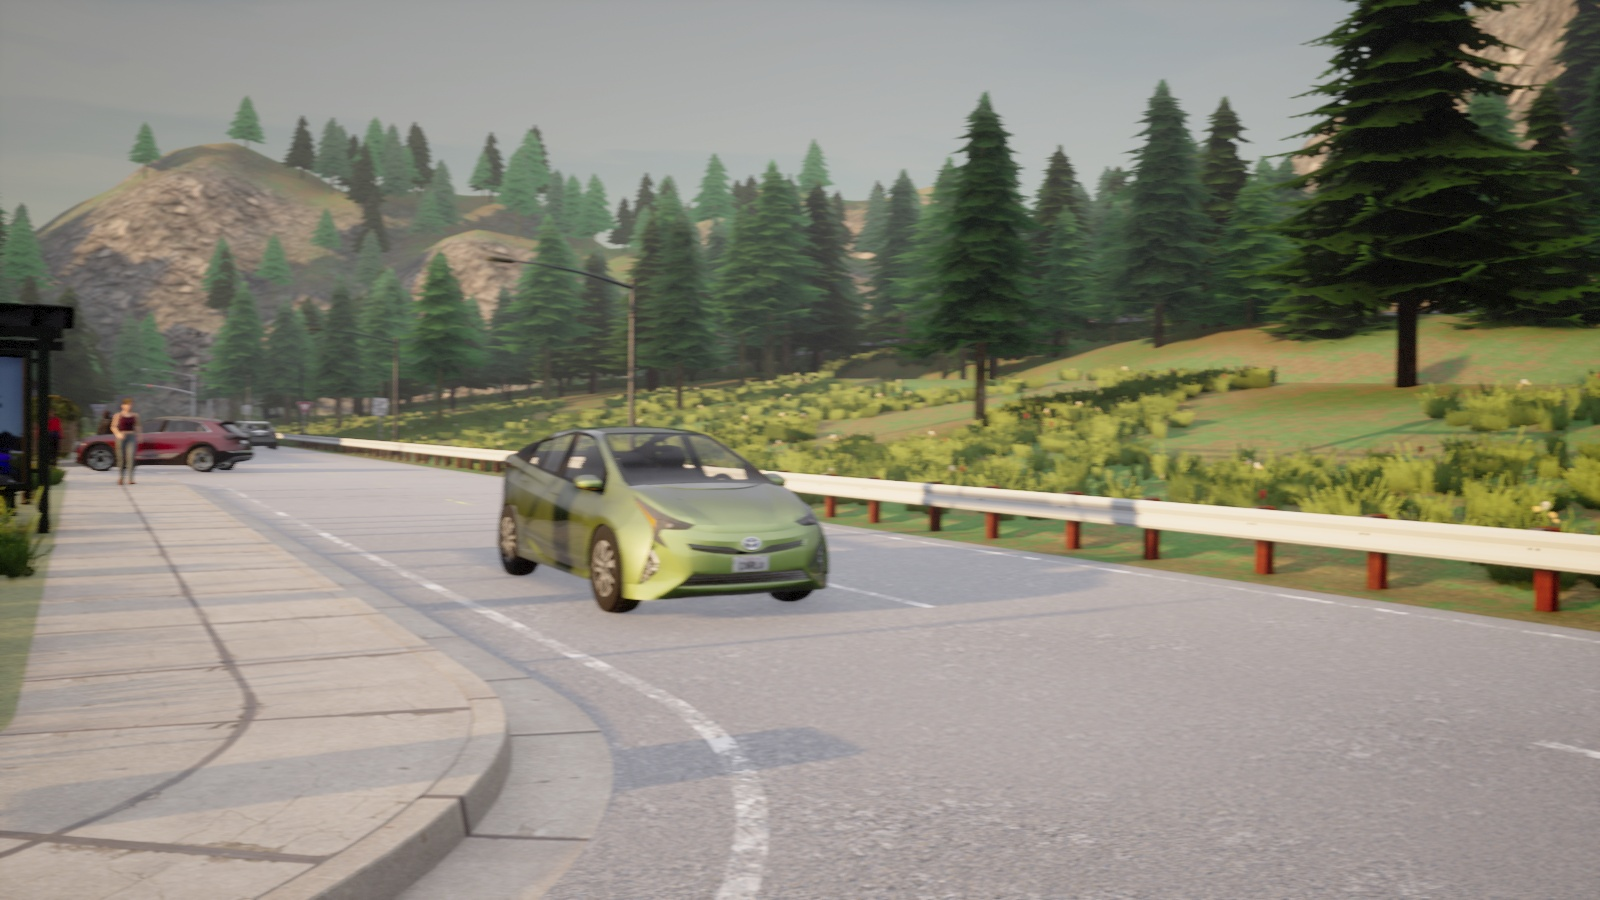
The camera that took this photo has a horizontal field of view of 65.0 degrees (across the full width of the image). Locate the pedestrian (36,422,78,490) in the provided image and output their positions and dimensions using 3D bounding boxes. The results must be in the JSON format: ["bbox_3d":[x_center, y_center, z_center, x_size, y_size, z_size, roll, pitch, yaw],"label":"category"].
[{"bbox_3d":[-20.401,0.150,34.474,0.899,1.844,0.634,0,1,33],"label":"pedestrian"}]

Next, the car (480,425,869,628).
[{"bbox_3d":[-1.419,0.537,11.952,2.007,1.525,4.514,-1,1,-30],"label":"car"}]

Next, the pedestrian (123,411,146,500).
[{"bbox_3d":[-13.943,0.107,26.289,0.345,1.836,0.594,-1,1,-33],"label":"pedestrian"}]

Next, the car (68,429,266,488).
[{"bbox_3d":[-18.835,0.222,37.576,4.856,1.649,2.033,-1,1,-5],"label":"car"}]

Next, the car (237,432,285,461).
[{"bbox_3d":[-29.059,-0.194,67.654,1.970,1.475,3.806,-1,1,-29],"label":"car"}]

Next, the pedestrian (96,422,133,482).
[{"bbox_3d":[-21.680,0.066,39.733,0.563,1.883,0.849,0,1,16],"label":"pedestrian"}]
